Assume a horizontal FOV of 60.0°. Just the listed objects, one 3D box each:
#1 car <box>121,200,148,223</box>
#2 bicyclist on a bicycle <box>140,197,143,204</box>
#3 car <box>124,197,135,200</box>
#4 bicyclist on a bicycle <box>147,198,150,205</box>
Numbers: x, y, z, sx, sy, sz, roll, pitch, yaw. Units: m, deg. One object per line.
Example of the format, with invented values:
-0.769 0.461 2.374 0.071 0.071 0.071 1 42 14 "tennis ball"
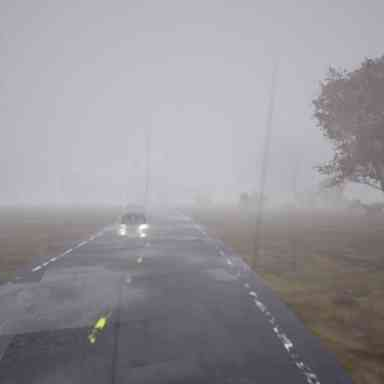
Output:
-4.733 1.695 27.666 1.882 1.535 5.008 0 -1 -6 "car"
-12.395 2.129 81.873 0.582 1.620 1.656 0 -1 -18 "bicyclist on a bicycle"
-12.555 2.150 69.157 1.895 1.301 4.718 0 -1 -16 "car"
-9.721 2.051 73.197 0.582 1.620 1.656 0 -1 -16 "bicyclist on a bicycle"
